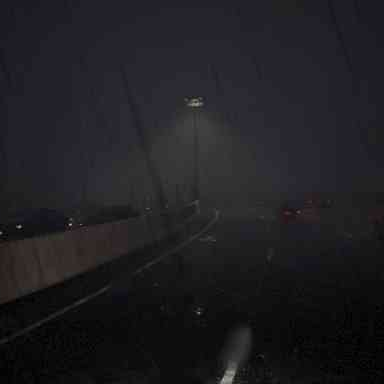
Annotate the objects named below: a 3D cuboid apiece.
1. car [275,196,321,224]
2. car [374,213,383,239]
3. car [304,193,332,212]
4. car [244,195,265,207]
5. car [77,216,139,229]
[{"bbox_3d":[6.557,1.230,21.683,2.033,1.411,5.357,-1,0,9],"label":"car"},{"bbox_3d":[8.150,1.183,11.988,1.882,1.535,5.008,-1,0,14],"label":"car"},{"bbox_3d":[10.945,0.862,30.189,2.097,1.767,4.553,-1,0,4],"label":"car"},{"bbox_3d":[7.695,1.049,40.951,1.812,1.442,4.674,-1,1,-2],"label":"car"},{"bbox_3d":[-4.624,1.535,19.579,2.033,1.411,5.357,-1,0,11],"label":"car"}]
